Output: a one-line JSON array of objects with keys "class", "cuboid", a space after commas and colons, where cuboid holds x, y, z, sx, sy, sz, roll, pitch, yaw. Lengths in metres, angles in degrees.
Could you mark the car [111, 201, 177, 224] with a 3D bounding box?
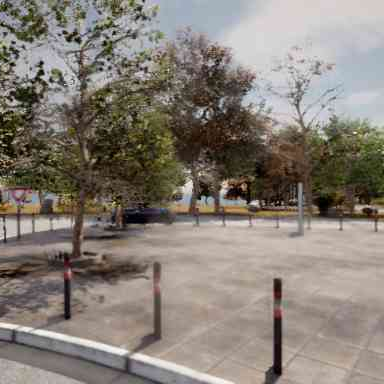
[{"class": "car", "cuboid": [-3.345, 1.388, 23.519, 4.553, 1.767, 2.097, 0, 0, -8]}]
